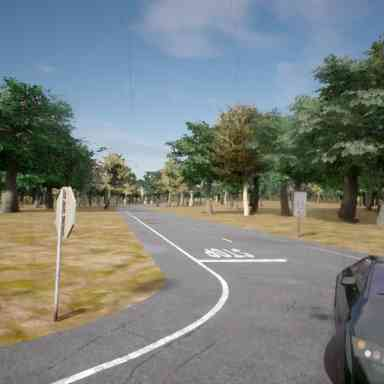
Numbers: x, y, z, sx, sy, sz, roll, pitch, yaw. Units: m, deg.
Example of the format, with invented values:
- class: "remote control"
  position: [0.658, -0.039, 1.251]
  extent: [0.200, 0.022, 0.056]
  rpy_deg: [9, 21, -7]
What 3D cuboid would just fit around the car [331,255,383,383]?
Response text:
- class: "car"
  position: [3.069, 1.642, 4.573]
  extent: [1.994, 1.385, 4.181]
  rpy_deg: [1, -1, 22]
